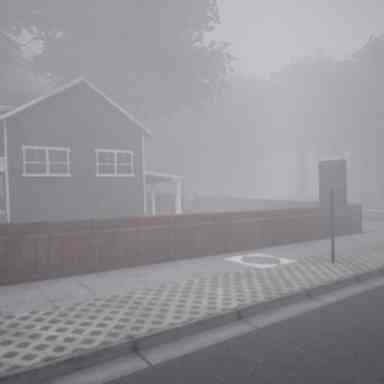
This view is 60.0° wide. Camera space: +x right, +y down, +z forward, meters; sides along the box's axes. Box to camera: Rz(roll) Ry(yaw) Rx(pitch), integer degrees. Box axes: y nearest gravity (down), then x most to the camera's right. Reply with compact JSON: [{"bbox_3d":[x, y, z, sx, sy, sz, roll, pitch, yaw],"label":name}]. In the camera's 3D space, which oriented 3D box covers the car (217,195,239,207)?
[{"bbox_3d":[4.130,1.024,35.982,1.994,1.385,4.181,-2,2,-36],"label":"car"}]
